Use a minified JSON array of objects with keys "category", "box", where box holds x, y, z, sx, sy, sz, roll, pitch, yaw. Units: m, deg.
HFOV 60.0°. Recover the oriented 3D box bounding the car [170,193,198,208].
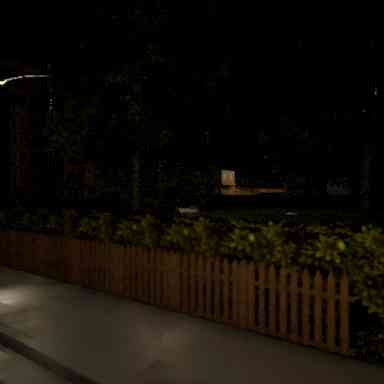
[{"category":"car","box":[-0.993,1.170,47.076,2.150,2.045,5.566,0,0,36]}]
